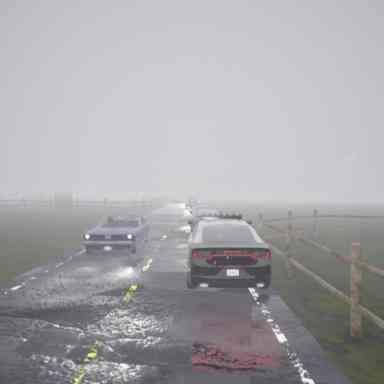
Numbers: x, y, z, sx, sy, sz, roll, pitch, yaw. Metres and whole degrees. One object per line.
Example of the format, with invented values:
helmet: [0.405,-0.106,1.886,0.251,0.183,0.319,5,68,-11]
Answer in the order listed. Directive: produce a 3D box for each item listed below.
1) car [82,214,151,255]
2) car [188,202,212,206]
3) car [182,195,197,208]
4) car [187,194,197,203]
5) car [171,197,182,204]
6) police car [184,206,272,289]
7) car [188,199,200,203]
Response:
car: [-2.846,1.600,13.479,1.895,1.301,4.718,0,0,0]
car: [0.829,1.523,19.209,1.812,1.442,4.674,0,0,0]
car: [0.039,1.540,45.761,2.033,1.411,5.357,0,0,1]
car: [0.018,1.336,66.929,2.097,1.767,4.553,0,0,0]
car: [-2.734,1.551,60.639,1.994,1.385,4.181,0,0,0]
police car: [0.826,1.424,9.319,1.930,1.638,5.238,0,0,0]
car: [0.830,1.523,25.209,1.812,1.442,4.674,0,0,0]
